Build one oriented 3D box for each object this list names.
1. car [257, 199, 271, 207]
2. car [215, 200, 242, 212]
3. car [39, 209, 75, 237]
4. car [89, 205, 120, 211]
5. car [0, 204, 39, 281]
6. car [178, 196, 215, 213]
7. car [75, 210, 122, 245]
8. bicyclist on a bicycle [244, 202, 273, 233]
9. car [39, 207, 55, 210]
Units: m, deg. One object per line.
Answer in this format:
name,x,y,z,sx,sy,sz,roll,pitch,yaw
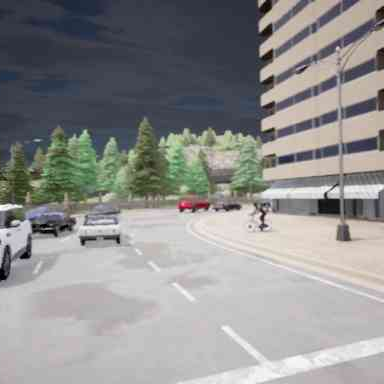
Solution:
car,12.078,1.746,51.450,4.718,1.301,1.895,-1,-1,-34
car,4.645,1.806,43.811,2.033,1.411,5.357,-2,-1,36
car,-8.743,1.980,20.750,1.895,1.301,4.718,-1,-1,-4
car,-8.250,1.964,31.117,1.837,1.490,4.892,-1,-1,11
car,-6.633,1.459,10.635,2.150,2.045,5.566,-1,-1,-16
car,0.338,1.585,43.538,2.150,2.045,5.566,-2,0,31
car,-4.604,1.847,17.159,1.895,1.301,4.718,-1,-1,-12
bicyclist on a bicycle,3.520,1.354,17.668,1.656,1.620,0.582,-2,0,-13
car,-12.197,1.995,26.850,1.882,1.535,5.008,-1,-1,5
